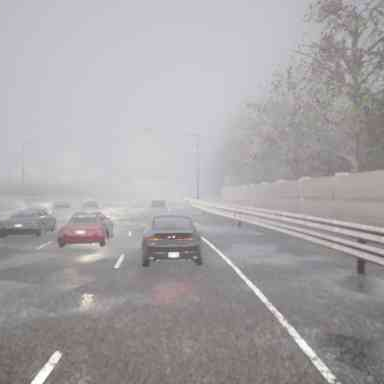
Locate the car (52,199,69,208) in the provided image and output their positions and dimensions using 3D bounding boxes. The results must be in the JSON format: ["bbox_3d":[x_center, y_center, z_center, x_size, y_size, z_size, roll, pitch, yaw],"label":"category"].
[{"bbox_3d":[-19.054,1.640,48.291,1.994,1.385,4.181,0,0,-27],"label":"car"}]

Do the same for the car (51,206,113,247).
[{"bbox_3d":[-4.770,1.583,15.339,1.994,1.385,4.181,0,0,-8],"label":"car"}]

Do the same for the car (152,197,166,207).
[{"bbox_3d":[-4.686,1.499,47.557,1.882,1.535,5.008,0,0,-2],"label":"car"}]

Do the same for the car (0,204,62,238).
[{"bbox_3d":[-8.756,1.599,18.104,1.994,1.385,4.181,0,0,-10],"label":"car"}]

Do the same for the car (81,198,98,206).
[{"bbox_3d":[-14.553,1.583,47.109,1.812,1.442,4.674,0,0,-25],"label":"car"}]

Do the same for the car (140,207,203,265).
[{"bbox_3d":[-0.758,1.509,11.698,1.837,1.490,4.892,0,0,-6],"label":"car"}]
